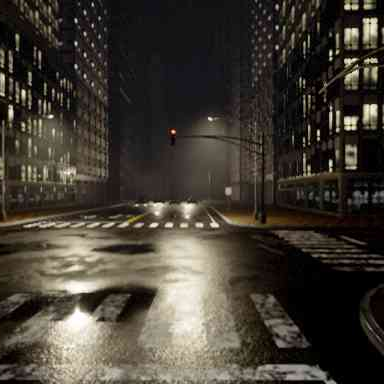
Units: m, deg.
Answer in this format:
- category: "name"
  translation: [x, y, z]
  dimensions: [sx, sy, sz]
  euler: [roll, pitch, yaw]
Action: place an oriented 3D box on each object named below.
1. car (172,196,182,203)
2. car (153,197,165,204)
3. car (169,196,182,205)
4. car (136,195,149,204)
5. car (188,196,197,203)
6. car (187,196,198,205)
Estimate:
- category: "car"
  translation: [-3.125, 1.501, 70.668]
  dimensions: [1.994, 1.385, 4.181]
  euler: [0, 0, 0]
- category: "car"
  translation: [-6.385, 1.660, 64.840]
  dimensions: [1.994, 1.385, 4.181]
  euler: [0, 0, 0]
- category: "car"
  translation: [-3.144, 1.628, 60.249]
  dimensions: [2.033, 1.411, 5.357]
  euler: [0, 0, 0]
- category: "car"
  translation: [-9.635, 1.448, 64.876]
  dimensions: [2.097, 1.767, 4.553]
  euler: [0, 0, 0]
- category: "car"
  translation: [0.126, 1.561, 71.108]
  dimensions: [1.895, 1.301, 4.718]
  euler: [0, 0, 0]
- category: "car"
  translation: [0.107, 1.630, 60.660]
  dimensions: [2.033, 1.411, 5.357]
  euler: [0, 0, 0]
